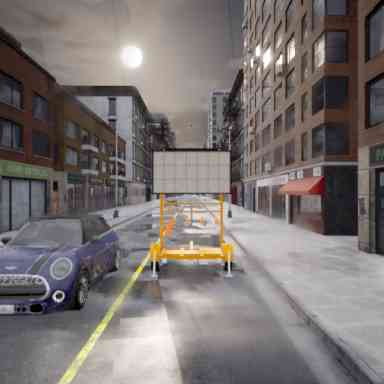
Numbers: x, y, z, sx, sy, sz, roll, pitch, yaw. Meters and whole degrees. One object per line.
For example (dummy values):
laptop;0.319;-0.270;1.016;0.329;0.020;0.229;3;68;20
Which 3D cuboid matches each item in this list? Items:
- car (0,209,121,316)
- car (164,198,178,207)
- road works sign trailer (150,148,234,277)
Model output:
car;-3.107;1.352;7.773;2.097;1.767;4.553;0;0;0
car;-3.143;1.631;50.497;1.895;1.301;4.718;0;0;0
road works sign trailer;-0.008;0.465;10.225;2.380;3.560;2.880;0;0;0
